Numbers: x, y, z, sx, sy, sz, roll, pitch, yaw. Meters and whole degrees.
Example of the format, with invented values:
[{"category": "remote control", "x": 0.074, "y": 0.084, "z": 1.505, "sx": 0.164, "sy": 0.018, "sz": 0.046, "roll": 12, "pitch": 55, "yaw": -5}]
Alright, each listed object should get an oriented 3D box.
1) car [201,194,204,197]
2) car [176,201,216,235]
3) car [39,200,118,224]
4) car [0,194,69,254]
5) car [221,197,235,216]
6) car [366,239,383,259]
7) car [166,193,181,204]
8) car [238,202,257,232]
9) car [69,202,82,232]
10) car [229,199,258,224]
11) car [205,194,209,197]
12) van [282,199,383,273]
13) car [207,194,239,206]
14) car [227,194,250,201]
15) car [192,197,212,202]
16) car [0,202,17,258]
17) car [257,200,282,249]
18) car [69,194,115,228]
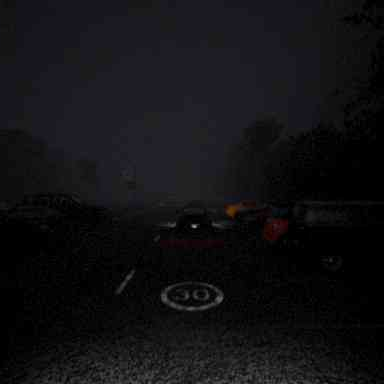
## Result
[{"category": "car", "x": 5.270, "y": 1.473, "z": 88.965, "sx": 4.553, "sy": 1.767, "sz": 2.185, "roll": 0, "pitch": 0, "yaw": 0}, {"category": "car", "x": 0.115, "y": 1.432, "z": 18.073, "sx": 1.812, "sy": 1.442, "sz": 4.674, "roll": 0, "pitch": 0, "yaw": 0}, {"category": "car", "x": -7.977, "y": 1.381, "z": 23.707, "sx": 4.892, "sy": 1.521, "sz": 2.231, "roll": 0, "pitch": 0, "yaw": 0}, {"category": "car", "x": -7.960, "y": 1.156, "z": 12.495, "sx": 5.566, "sy": 2.045, "sz": 2.435, "roll": 0, "pitch": 0, "yaw": 0}, {"category": "car", "x": 5.109, "y": 1.380, "z": 26.446, "sx": 5.008, "sy": 1.535, "sz": 2.097, "roll": 0, "pitch": 0, "yaw": 0}, {"category": "car", "x": 5.083, "y": 1.494, "z": 4.170, "sx": 4.674, "sy": 1.452, "sz": 2.002, "roll": 0, "pitch": 0, "yaw": 0}, {"category": "car", "x": -3.175, "y": 1.248, "z": 62.515, "sx": 2.150, "sy": 2.045, "sz": 5.566, "roll": 0, "pitch": 0, "yaw": 1}, {"category": "car", "x": 5.101, "y": 1.426, "z": 18.090, "sx": 4.674, "sy": 1.452, "sz": 2.002, "roll": 0, "pitch": 0, "yaw": 0}, {"category": "car", "x": -7.979, "y": 1.395, "z": 15.302, "sx": 4.892, "sy": 1.521, "sz": 2.231, "roll": 0, "pitch": 0, "yaw": 0}, {"category": "car", "x": 5.109, "y": 1.380, "z": 20.877, "sx": 5.008, "sy": 1.535, "sz": 2.097, "roll": 0, "pitch": 0, "yaw": 0}, {"category": "car", "x": 5.184, "y": 1.487, "z": 58.079, "sx": 5.008, "sy": 1.535, "sz": 2.097, "roll": 0, "pitch": 0, "yaw": 0}, {"category": "van", "x": 5.205, "y": 1.194, "z": 9.740, "sx": 4.442, "sy": 1.987, "sz": 1.878, "roll": 0, "pitch": 0, "yaw": 0}, {"category": "car", "x": 5.169, "y": 1.516, "z": 54.931, "sx": 4.674, "sy": 1.452, "sz": 2.002, "roll": 0, "pitch": 0, "yaw": 0}, {"category": "car", "x": 10.676, "y": 1.329, "z": 77.052, "sx": 5.008, "sy": 1.535, "sz": 1.882, "roll": 0, "pitch": -3, "yaw": -8}, {"category": "car", "x": 0.613, "y": 1.486, "z": 34.204, "sx": 1.994, "sy": 1.385, "sz": 4.181, "roll": 0, "pitch": 0, "yaw": 7}, {"category": "car", "x": -8.023, "y": 1.295, "z": 9.695, "sx": 4.553, "sy": 1.767, "sz": 2.185, "roll": 0, "pitch": 0, "yaw": 0}, {"category": "car", "x": 5.060, "y": 1.281, "z": 12.521, "sx": 4.553, "sy": 1.767, "sz": 2.185, "roll": 0, "pitch": 0, "yaw": 0}, {"category": "car", "x": -7.948, "y": 1.130, "z": 20.906, "sx": 5.566, "sy": 2.045, "sz": 2.435, "roll": 0, "pitch": 0, "yaw": 0}]
